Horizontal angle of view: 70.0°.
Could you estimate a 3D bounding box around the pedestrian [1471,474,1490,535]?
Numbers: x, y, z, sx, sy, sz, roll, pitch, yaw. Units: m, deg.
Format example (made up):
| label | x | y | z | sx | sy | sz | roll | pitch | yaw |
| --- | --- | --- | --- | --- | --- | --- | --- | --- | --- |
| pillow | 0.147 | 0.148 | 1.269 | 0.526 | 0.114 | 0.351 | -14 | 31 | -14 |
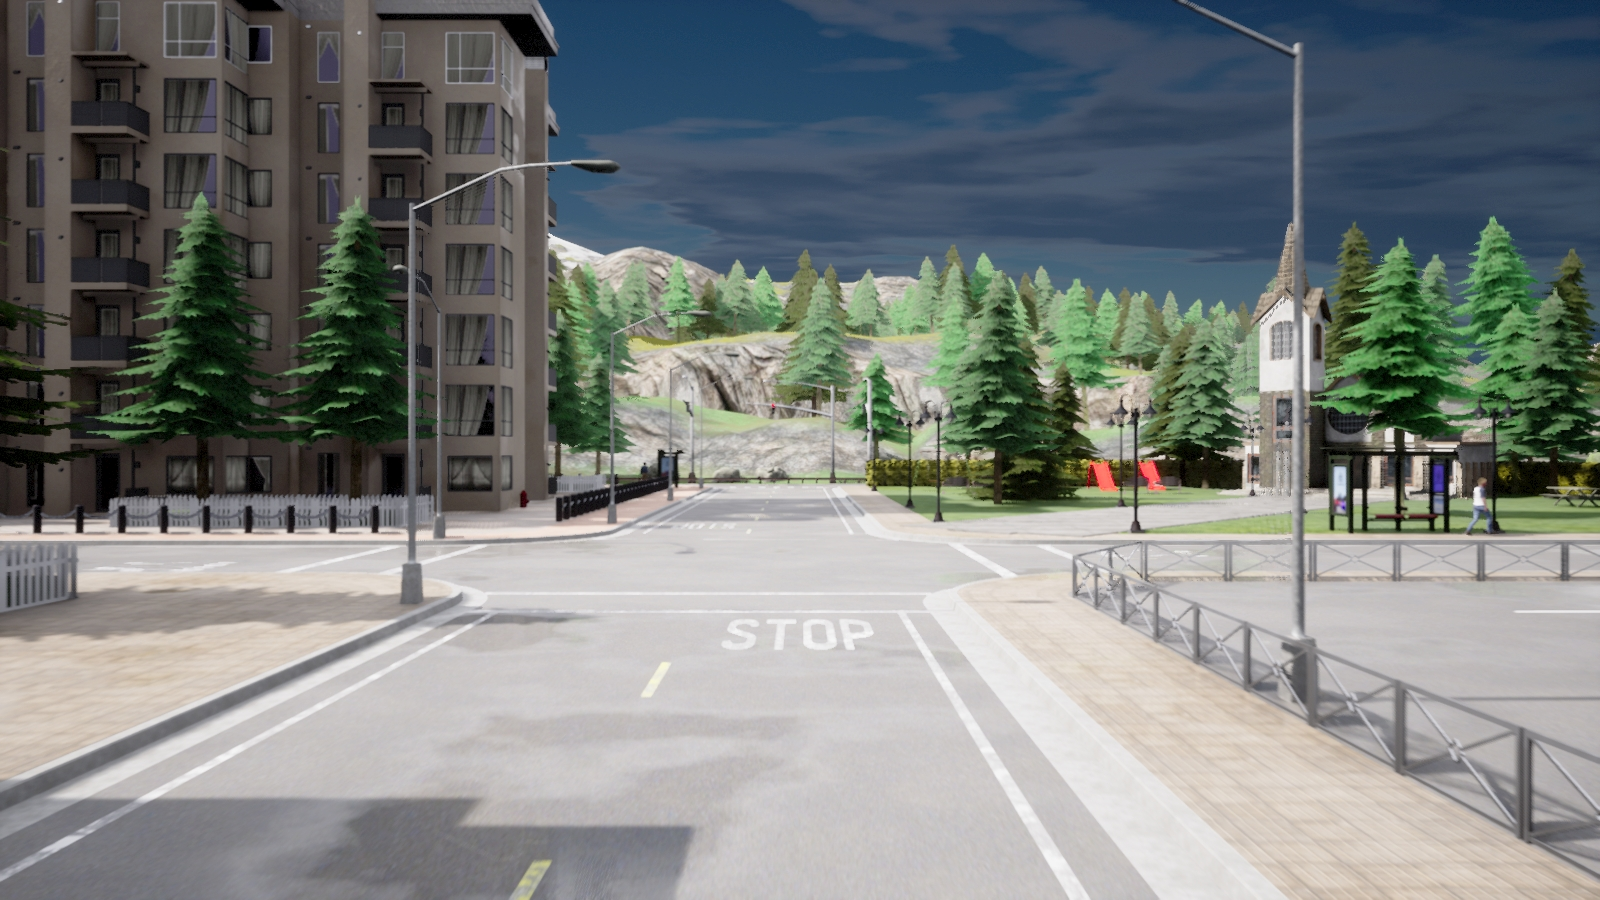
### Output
| label | x | y | z | sx | sy | sz | roll | pitch | yaw |
| --- | --- | --- | --- | --- | --- | --- | --- | --- | --- |
| pedestrian | 21.093 | 1.691 | 35.423 | 0.375 | 1.860 | 0.375 | 0 | 0 | 2 |
